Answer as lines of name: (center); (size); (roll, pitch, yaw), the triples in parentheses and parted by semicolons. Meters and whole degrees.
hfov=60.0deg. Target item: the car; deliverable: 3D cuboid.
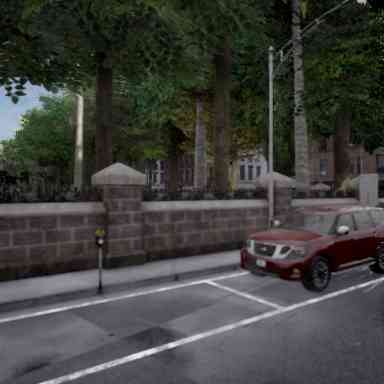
car: (3.641, 1.325, 9.132); (5.009, 1.841, 2.192); (0, 0, -36)
